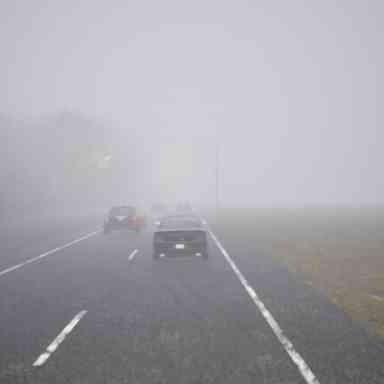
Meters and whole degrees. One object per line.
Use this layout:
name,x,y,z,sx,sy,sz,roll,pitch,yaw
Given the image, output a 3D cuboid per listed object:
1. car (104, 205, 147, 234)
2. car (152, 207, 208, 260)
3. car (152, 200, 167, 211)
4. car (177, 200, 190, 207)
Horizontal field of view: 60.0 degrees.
car,-4.127,1.592,21.206,2.097,1.767,4.553,-1,0,-1
car,-0.439,1.586,13.026,1.882,1.535,5.008,-1,0,-1
car,-4.730,1.947,47.874,1.837,1.490,4.892,-1,-1,-1
car,-1.207,1.859,46.826,2.128,1.511,4.902,-1,0,-1
